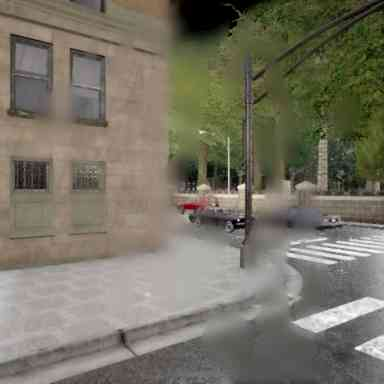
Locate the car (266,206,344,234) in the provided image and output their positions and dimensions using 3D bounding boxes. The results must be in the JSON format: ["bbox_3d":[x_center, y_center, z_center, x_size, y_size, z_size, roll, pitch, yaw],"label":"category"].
[{"bbox_3d":[6.001,1.535,19.497,2.033,1.411,5.357,0,0,-35],"label":"car"}]

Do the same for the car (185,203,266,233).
[{"bbox_3d":[1.846,1.585,19.878,1.895,1.301,4.718,0,0,-35],"label":"car"}]

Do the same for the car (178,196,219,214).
[{"bbox_3d":[0.601,1.285,31.822,2.192,1.841,5.009,0,0,-35],"label":"car"}]

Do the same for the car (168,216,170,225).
[{"bbox_3d":[-3.169,1.544,22.284,1.947,1.339,4.313,0,0,-35],"label":"car"}]
